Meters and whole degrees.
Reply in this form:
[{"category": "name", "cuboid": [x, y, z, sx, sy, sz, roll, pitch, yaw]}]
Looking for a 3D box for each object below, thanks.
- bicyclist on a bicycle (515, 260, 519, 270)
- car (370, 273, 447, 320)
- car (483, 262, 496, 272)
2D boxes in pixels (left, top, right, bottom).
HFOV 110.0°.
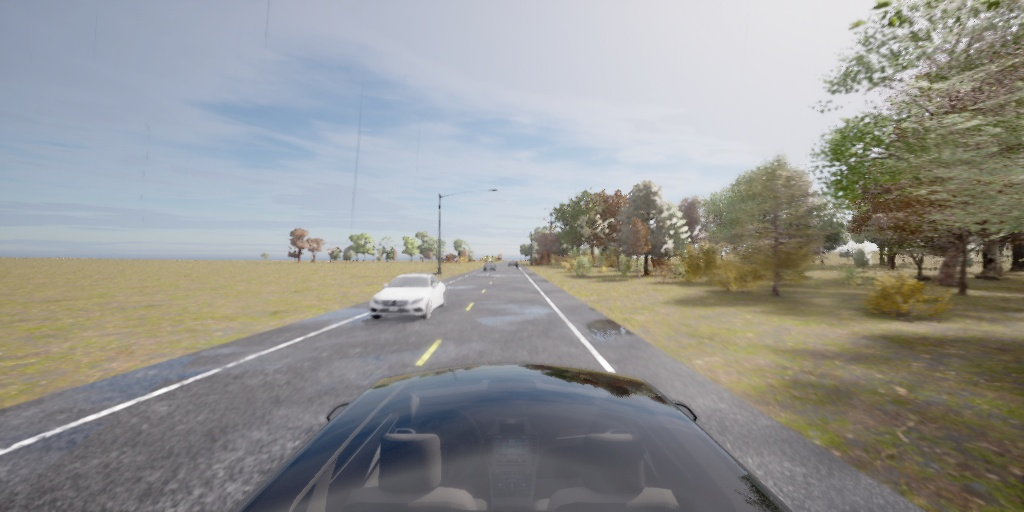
[{"category": "bicyclist on a bicycle", "cuboid": [0.968, 1.712, 63.827, 0.582, 1.620, 1.656, 0, -1, 0]}, {"category": "car", "cuboid": [-3.600, 1.370, 13.248, 1.812, 1.442, 4.674, 0, 0, 0]}, {"category": "car", "cuboid": [-3.540, 1.693, 56.829, 2.128, 1.511, 4.902, 0, 0, 1]}]
